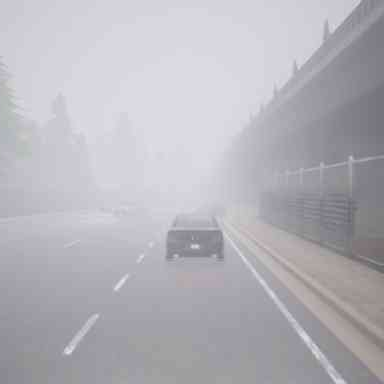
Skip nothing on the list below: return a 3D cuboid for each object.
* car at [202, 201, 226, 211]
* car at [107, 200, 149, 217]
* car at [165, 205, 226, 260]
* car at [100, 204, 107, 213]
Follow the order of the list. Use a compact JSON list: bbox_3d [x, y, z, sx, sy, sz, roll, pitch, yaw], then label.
[{"bbox_3d":[1.970,1.552,32.019,1.994,1.385,4.181,0,0,18],"label":"car"},{"bbox_3d":[-5.751,1.589,31.461,1.895,1.301,4.718,0,0,15],"label":"car"},{"bbox_3d":[0.098,1.473,12.389,1.882,1.535,5.008,0,0,0],"label":"car"},{"bbox_3d":[-7.955,1.550,35.537,1.994,1.385,4.181,0,0,21],"label":"car"}]
